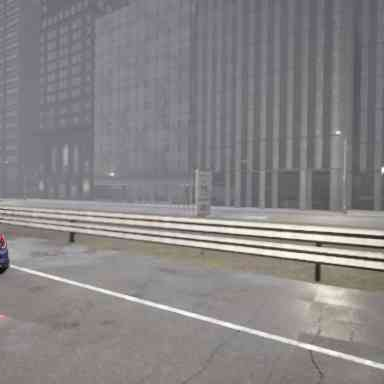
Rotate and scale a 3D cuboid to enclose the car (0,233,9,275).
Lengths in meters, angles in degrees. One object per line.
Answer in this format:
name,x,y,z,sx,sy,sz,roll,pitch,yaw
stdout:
car,-6.972,1.292,8.725,4.553,1.767,2.097,0,1,30
